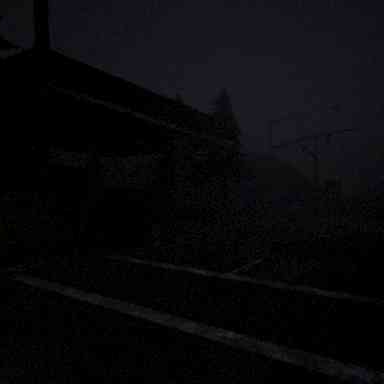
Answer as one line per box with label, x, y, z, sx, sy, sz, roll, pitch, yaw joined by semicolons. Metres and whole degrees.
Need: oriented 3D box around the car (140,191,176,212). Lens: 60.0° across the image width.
car;-3.240;0.881;30.016;3.866;1.878;1.905;0;1;35
